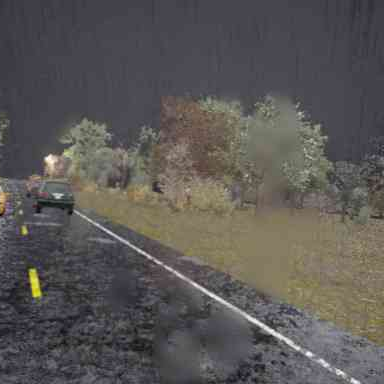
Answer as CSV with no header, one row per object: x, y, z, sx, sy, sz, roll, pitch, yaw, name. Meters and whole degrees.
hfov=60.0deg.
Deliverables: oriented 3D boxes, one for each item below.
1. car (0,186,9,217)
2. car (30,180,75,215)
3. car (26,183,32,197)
-11.013,0.338,17.850,1.882,1.535,5.008,6,0,-28,car
-9.117,0.274,21.897,2.150,2.045,5.566,6,0,-28,car
-16.469,-0.325,35.600,2.097,1.767,4.553,6,0,-28,car
